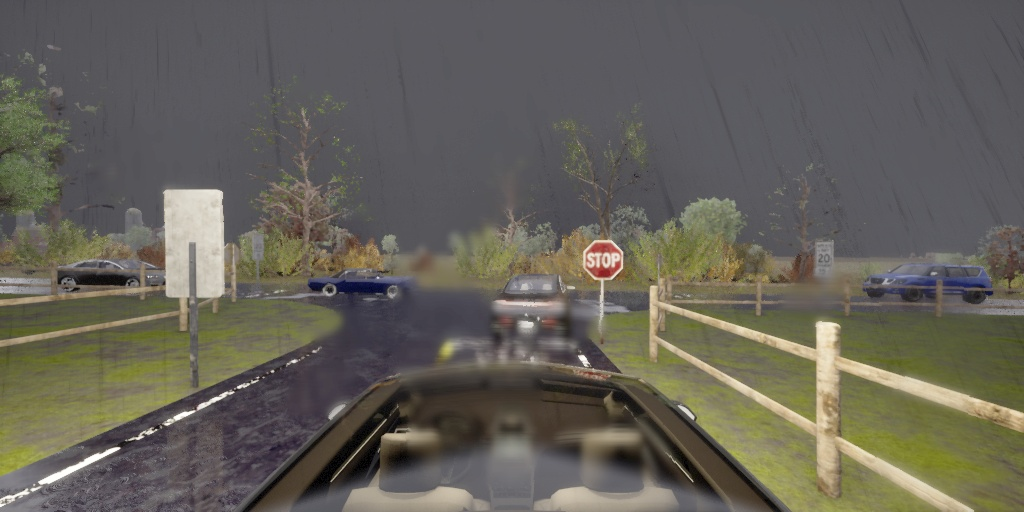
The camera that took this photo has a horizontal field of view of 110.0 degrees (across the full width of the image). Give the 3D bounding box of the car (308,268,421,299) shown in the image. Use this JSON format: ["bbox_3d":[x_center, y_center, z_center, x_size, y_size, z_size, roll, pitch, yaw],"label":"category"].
[{"bbox_3d":[-6.818,1.248,16.947,4.718,1.301,1.895,1,1,0],"label":"car"}]

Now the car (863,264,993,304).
[{"bbox_3d":[22.917,1.467,19.856,5.566,2.045,2.150,1,1,0],"label":"car"}]

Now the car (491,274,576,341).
[{"bbox_3d":[0.709,1.240,9.914,2.128,1.511,4.902,0,0,9],"label":"car"}]

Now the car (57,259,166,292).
[{"bbox_3d":[-18.486,0.885,16.966,4.902,1.511,2.128,1,1,0],"label":"car"}]
